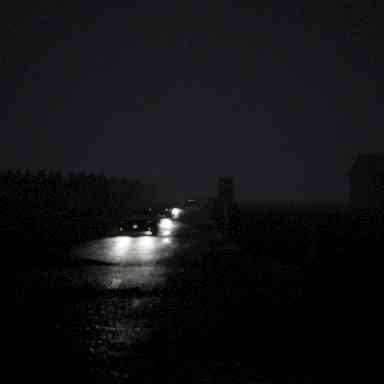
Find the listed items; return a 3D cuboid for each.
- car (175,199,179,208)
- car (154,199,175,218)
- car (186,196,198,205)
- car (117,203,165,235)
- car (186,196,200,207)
[{"bbox_3d":[-2.812,1.563,45.589,1.895,1.301,4.718,-1,0,0],"label":"car"},{"bbox_3d":[-2.845,1.568,29.997,1.895,1.301,4.718,-1,0,0],"label":"car"},{"bbox_3d":[0.015,1.482,59.880,2.033,1.411,5.357,-1,0,0],"label":"car"},{"bbox_3d":[-2.853,1.543,18.673,1.994,1.385,4.181,-1,0,0],"label":"car"},{"bbox_3d":[0.109,1.424,49.635,2.128,1.511,4.902,-1,0,0],"label":"car"}]
